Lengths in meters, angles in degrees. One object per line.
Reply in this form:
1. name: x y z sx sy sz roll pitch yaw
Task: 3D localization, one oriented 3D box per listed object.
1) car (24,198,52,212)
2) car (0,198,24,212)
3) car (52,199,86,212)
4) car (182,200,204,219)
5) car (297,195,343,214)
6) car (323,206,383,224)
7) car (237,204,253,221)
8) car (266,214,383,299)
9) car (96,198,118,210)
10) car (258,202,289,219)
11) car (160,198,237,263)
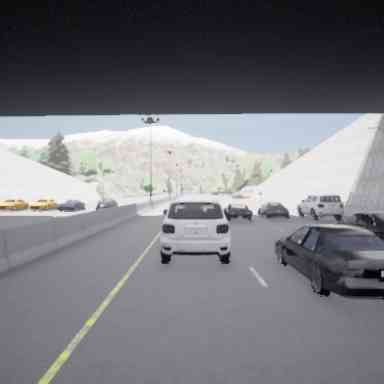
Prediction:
1. car: -17.550 1.478 39.687 1.882 1.535 5.008 0 0 0
2. car: -21.050 1.478 39.186 1.882 1.535 5.008 0 0 0
3. car: -14.057 1.548 39.062 2.033 1.411 5.357 0 0 0
4. car: 0.112 1.526 29.743 1.812 1.442 4.674 0 0 0
5. car: 10.623 1.222 27.840 2.150 2.045 5.566 0 0 0
6. car: 7.105 1.505 12.999 1.837 1.490 4.892 0 0 0
7. car: 3.621 1.601 27.160 1.895 1.301 4.718 0 0 0
8. car: 3.602 1.548 8.605 2.033 1.411 5.357 0 0 0
9. car: -10.547 1.492 41.600 2.128 1.511 4.902 0 0 0
10. car: 7.125 1.564 29.391 1.994 1.385 4.181 0 0 0
11. car: 0.104 1.222 12.068 2.150 2.045 5.566 0 0 0
